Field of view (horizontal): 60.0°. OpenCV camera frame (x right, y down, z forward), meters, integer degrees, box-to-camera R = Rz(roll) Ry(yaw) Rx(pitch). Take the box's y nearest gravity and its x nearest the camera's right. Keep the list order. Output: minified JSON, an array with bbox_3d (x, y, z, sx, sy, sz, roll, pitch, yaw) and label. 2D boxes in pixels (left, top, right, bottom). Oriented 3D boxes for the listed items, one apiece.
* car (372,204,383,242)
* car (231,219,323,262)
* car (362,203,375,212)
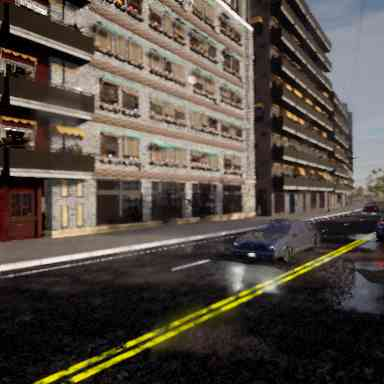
[{"bbox_3d":[11.345,1.658,17.796,2.097,1.767,4.553,-1,-1,38],"label":"car"},{"bbox_3d":[3.701,1.811,13.575,2.033,1.411,5.357,-1,-1,38],"label":"car"},{"bbox_3d":[27.972,2.461,51.883,1.994,1.385,4.181,-1,-1,35],"label":"car"}]
